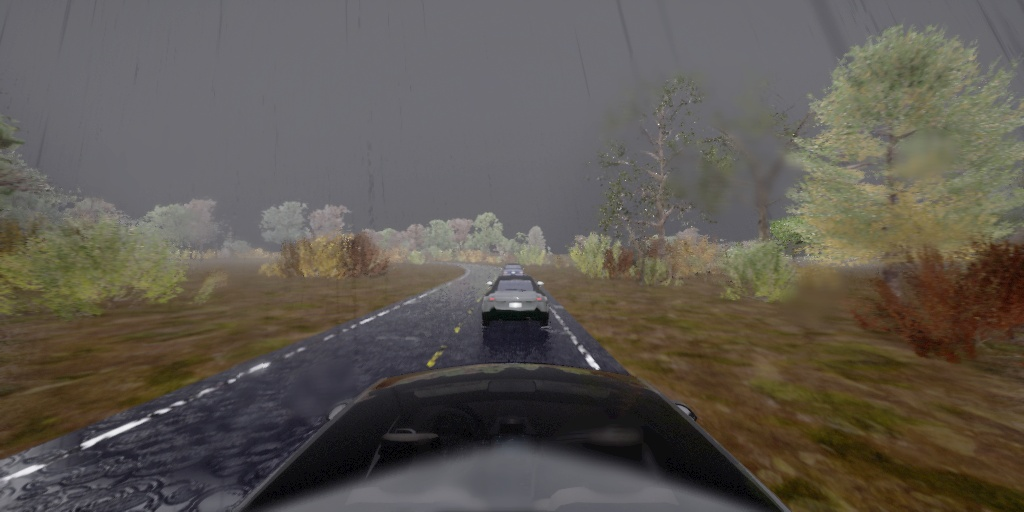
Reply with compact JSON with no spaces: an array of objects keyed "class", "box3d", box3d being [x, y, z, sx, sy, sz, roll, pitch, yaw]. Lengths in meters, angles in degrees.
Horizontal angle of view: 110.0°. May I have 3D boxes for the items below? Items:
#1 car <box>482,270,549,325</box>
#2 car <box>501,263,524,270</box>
[{"class":"car","box3d":[0.104,1.319,11.851,1.994,1.385,4.181,0,0,0]},{"class":"car","box3d":[0.069,1.312,29.666,2.033,1.411,5.357,0,0,-1]}]
